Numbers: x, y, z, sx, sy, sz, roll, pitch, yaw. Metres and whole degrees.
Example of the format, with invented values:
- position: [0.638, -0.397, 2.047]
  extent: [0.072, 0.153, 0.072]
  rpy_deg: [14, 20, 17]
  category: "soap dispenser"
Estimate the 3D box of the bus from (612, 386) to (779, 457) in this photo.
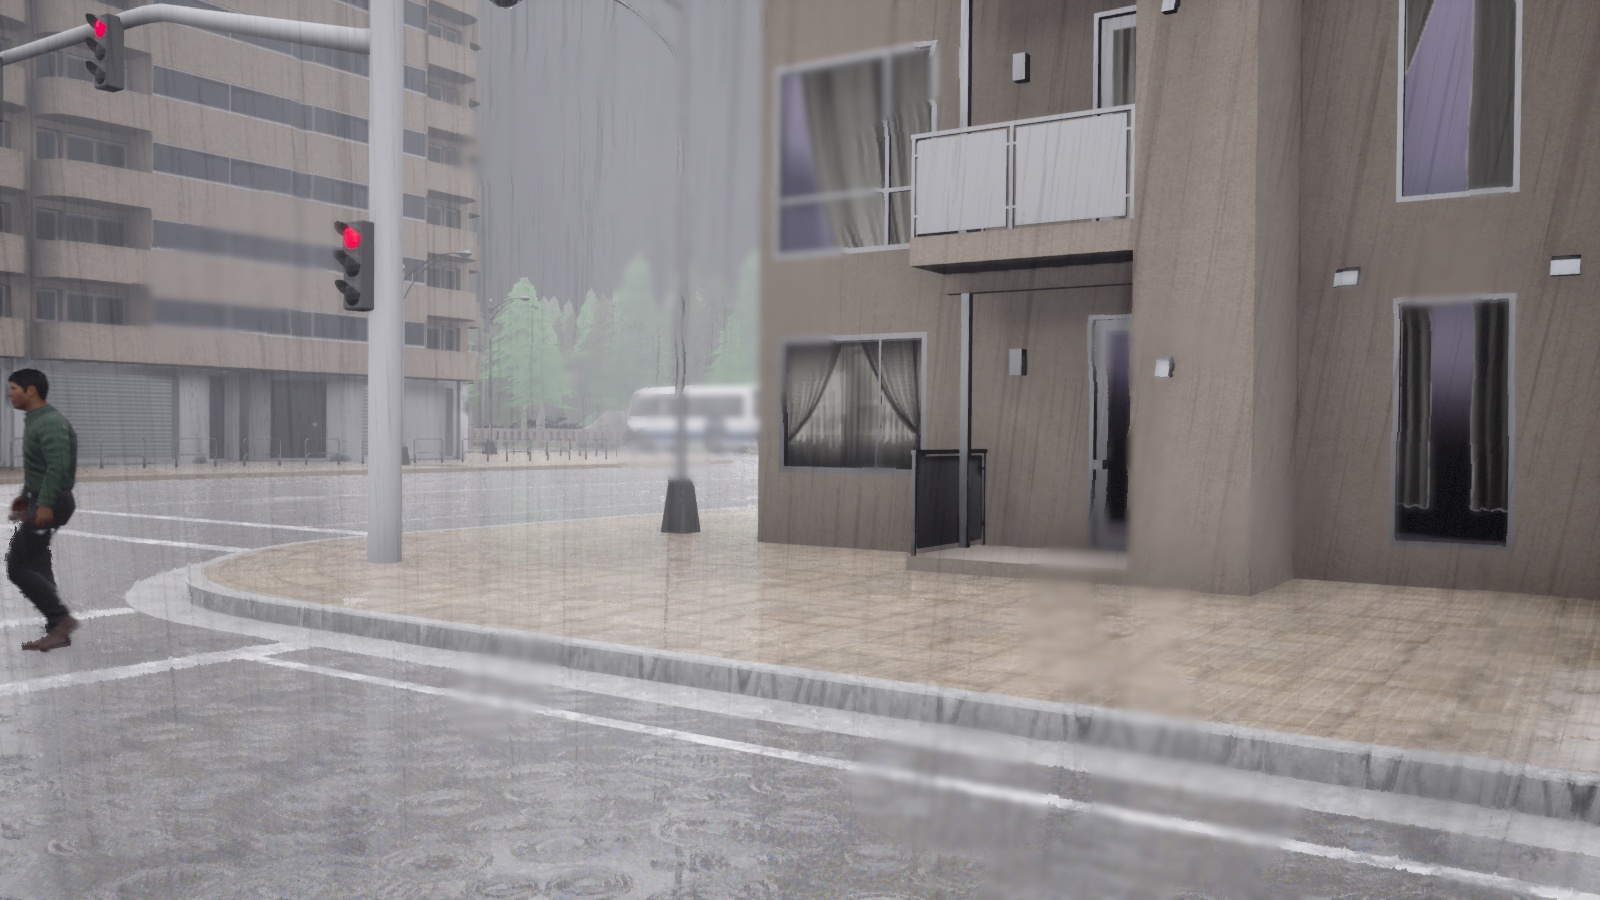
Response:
- position: [-6.720, -1.730, 79.838]
  extent: [10.273, 4.253, 3.944]
  rpy_deg: [0, 1, 34]
  category: "bus"

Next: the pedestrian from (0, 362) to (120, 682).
- position: [-4.804, 0.435, 7.967]
  extent: [0.788, 1.949, 0.423]
  rpy_deg: [-1, 1, -35]
  category: "pedestrian"
